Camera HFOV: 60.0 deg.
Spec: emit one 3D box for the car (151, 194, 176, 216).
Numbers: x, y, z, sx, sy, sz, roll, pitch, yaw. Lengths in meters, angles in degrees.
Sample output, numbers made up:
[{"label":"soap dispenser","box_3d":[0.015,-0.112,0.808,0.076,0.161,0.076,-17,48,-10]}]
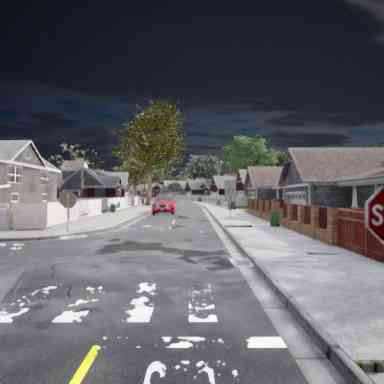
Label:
[{"label":"car","box_3d":[-2.768,1.263,33.627,2.150,2.045,5.566,0,0,0]}]
